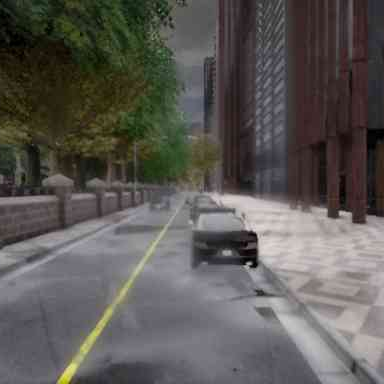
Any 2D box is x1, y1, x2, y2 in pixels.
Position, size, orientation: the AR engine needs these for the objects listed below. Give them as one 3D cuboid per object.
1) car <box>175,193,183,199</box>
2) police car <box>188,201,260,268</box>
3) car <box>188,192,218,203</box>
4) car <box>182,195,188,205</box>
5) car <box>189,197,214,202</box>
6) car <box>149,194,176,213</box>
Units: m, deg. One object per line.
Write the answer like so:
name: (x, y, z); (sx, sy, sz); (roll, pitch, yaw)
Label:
car: (-2.971, 0.869, 73.778); (1.895, 1.301, 4.718); (0, 0, 0)
police car: (0.905, 1.327, 11.028); (1.930, 1.638, 5.238); (0, 1, 0)
car: (0.910, 1.102, 26.887); (2.097, 1.767, 4.553); (0, 1, 0)
car: (0.026, 1.097, 47.914); (2.033, 1.411, 5.357); (0, 1, 0)
car: (0.908, 1.314, 20.919); (1.837, 1.490, 4.892); (0, 1, 0)
car: (-3.081, 1.184, 33.010); (2.128, 1.511, 4.902); (0, 0, 0)
